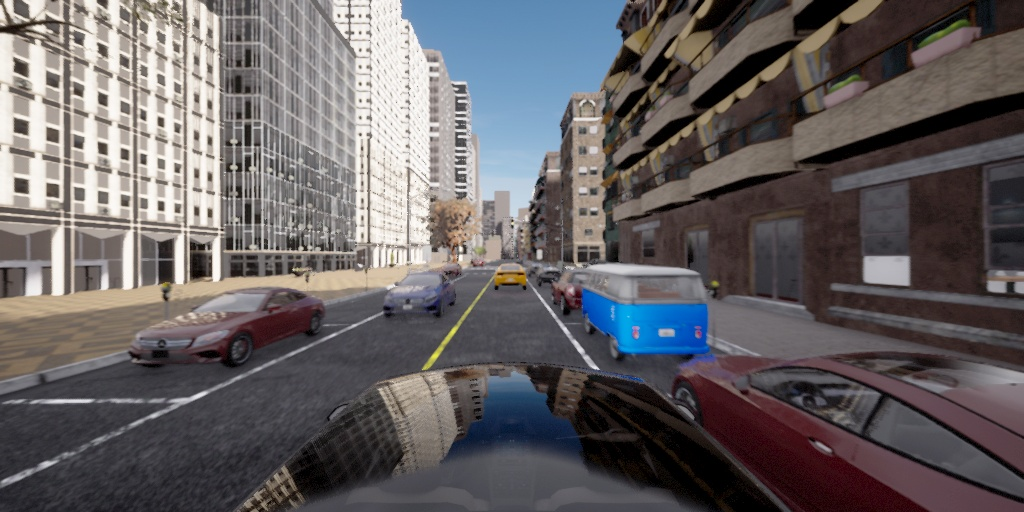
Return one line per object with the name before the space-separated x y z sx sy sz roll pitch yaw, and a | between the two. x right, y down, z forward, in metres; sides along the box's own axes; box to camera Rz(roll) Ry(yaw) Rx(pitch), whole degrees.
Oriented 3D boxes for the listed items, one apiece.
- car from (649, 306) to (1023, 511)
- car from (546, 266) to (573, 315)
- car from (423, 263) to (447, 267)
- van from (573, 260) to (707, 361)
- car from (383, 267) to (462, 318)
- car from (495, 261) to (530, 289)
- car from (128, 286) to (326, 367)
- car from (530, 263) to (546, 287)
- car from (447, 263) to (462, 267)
car | 2.690 1.321 2.467 1.802 1.307 4.207 0 0 0
car | 2.594 1.187 13.532 1.967 1.591 4.097 0 0 0
car | -5.880 1.318 24.354 1.751 1.417 4.829 0 0 0
van | 2.642 1.084 7.999 1.690 1.789 3.998 0 0 0
car | -3.186 1.297 13.220 1.812 1.442 4.674 0 0 0
car | -0.093 1.244 23.045 1.882 1.535 5.008 0 -1 0
car | -5.738 1.361 7.928 1.802 1.307 4.207 0 0 0
car | 2.499 1.307 24.596 2.007 1.370 4.403 0 0 0
car | -5.977 1.350 35.589 1.888 1.381 4.507 0 0 0
